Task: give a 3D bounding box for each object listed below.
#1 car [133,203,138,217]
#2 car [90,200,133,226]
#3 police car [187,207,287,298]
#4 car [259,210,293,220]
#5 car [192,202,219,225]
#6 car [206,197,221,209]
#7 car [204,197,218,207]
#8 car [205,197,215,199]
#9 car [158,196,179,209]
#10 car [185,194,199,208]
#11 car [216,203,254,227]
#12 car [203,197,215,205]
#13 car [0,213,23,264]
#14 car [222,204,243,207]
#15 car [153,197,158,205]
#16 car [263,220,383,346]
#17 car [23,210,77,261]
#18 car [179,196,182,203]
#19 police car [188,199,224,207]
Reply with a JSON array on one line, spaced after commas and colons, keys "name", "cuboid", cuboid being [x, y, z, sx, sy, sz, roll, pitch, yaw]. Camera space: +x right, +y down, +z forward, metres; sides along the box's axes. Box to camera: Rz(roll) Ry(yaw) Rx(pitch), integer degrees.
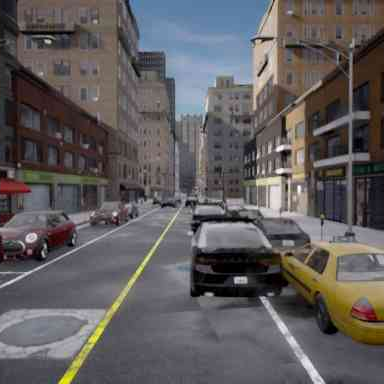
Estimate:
[{"name": "car", "cuboid": [-5.678, 1.560, 28.703, 1.802, 1.307, 4.206, -1, 0, 0]}, {"name": "car", "cuboid": [-5.679, 1.423, 23.117, 1.967, 1.590, 4.097, -1, 0, 0]}, {"name": "police car", "cuboid": [0.899, 1.419, 8.697, 1.930, 1.638, 5.238, 0, 0, 0]}, {"name": "car", "cuboid": [2.857, 1.558, 11.946, 1.947, 1.339, 4.313, -1, 0, 0]}, {"name": "car", "cuboid": [0.898, 1.508, 24.588, 1.812, 1.442, 4.674, 0, 0, 0]}, {"name": "car", "cuboid": [2.864, 1.484, 45.631, 1.752, 1.417, 4.829, -1, 0, 0]}, {"name": "car", "cuboid": [2.865, 1.517, 51.047, 1.947, 1.339, 4.313, -1, 0, 0]}, {"name": "car", "cuboid": [2.863, 1.517, 39.875, 2.008, 1.369, 4.403, -1, 0, 0]}, {"name": "car", "cuboid": [-3.082, 1.561, 44.419, 1.895, 1.301, 4.718, 0, 0, 0]}, {"name": "car", "cuboid": [0.033, 1.433, 48.424, 1.882, 1.535, 5.008, 0, 0, 0]}, {"name": "car", "cuboid": [2.860, 1.534, 23.118, 2.008, 1.369, 4.403, -1, 0, 0]}, {"name": "car", "cuboid": [2.866, 1.525, 56.633, 1.802, 1.307, 4.206, -1, 0, 0]}, {"name": "car", "cuboid": [-5.680, 1.311, 6.360, 2.192, 1.841, 5.009, -1, 0, 0]}, {"name": "car", "cuboid": [2.858, 1.553, 17.532, 1.947, 1.339, 4.313, -1, 0, 0]}, {"name": "car", "cuboid": [-5.679, 1.488, 56.632, 1.887, 1.381, 4.507, -1, 0, 0]}, {"name": "car", "cuboid": [2.856, 1.521, 6.530, 1.752, 1.417, 4.829, -1, 0, 0]}, {"name": "car", "cuboid": [-5.679, 1.432, 11.946, 1.967, 1.590, 4.097, -1, 0, 0]}, {"name": "car", "cuboid": [-3.003, 1.480, 64.862, 2.033, 1.411, 5.357, 0, 0, 0]}, {"name": "police car", "cuboid": [0.898, 1.412, 18.698, 1.930, 1.638, 5.238, 0, 0, 0]}]
